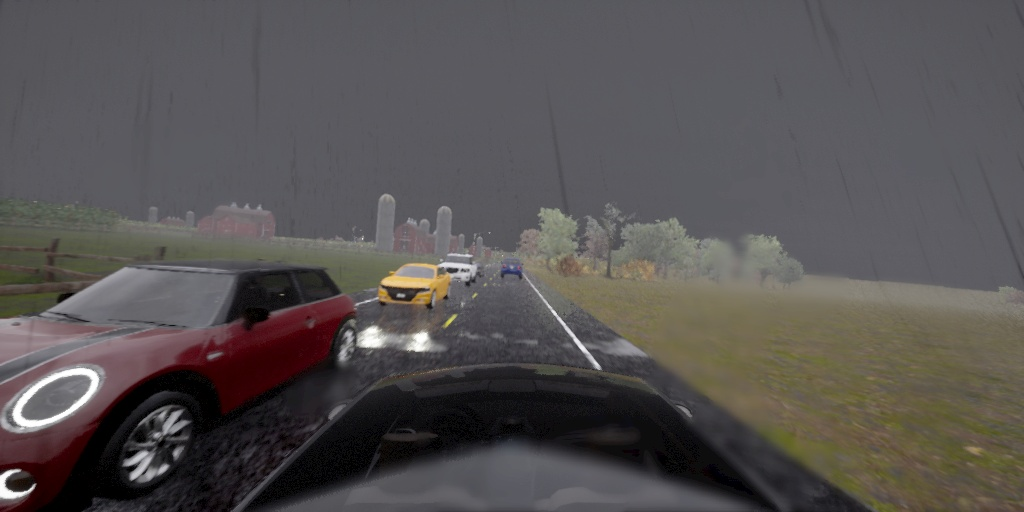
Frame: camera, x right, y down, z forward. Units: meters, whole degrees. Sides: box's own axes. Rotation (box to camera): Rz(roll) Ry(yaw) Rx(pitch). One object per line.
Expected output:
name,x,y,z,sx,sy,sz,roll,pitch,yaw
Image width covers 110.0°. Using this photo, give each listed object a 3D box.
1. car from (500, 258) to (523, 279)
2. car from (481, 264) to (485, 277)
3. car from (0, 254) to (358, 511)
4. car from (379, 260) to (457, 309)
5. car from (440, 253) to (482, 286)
car,-0.023,1.231,37.376,2.150,2.045,5.566,4,0,0
car,-3.675,1.261,35.187,2.033,1.411,5.357,4,0,0
car,-3.632,0.840,4.150,2.097,1.767,4.553,4,0,1
car,-3.638,1.040,14.228,1.882,1.535,5.008,4,0,-1
car,-3.656,0.858,24.677,2.150,2.045,5.566,4,0,0
